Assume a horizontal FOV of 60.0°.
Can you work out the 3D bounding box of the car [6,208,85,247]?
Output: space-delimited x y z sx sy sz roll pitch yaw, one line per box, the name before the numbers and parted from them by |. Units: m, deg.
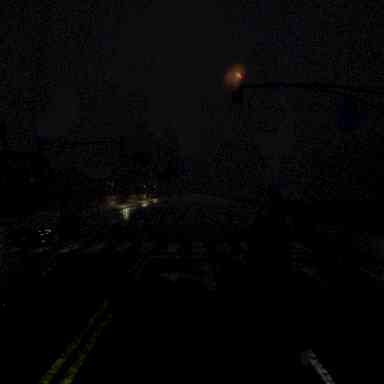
car | -6.477 1.530 15.271 1.882 1.535 5.008 0 0 0
